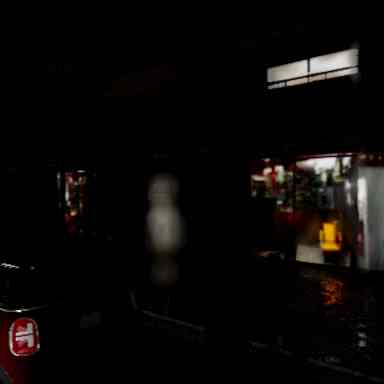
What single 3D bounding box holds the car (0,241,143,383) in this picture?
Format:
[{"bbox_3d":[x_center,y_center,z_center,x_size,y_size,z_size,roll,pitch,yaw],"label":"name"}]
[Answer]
[{"bbox_3d":[-2.699,1.431,4.804,4.097,1.590,1.967,0,0,35],"label":"car"}]
